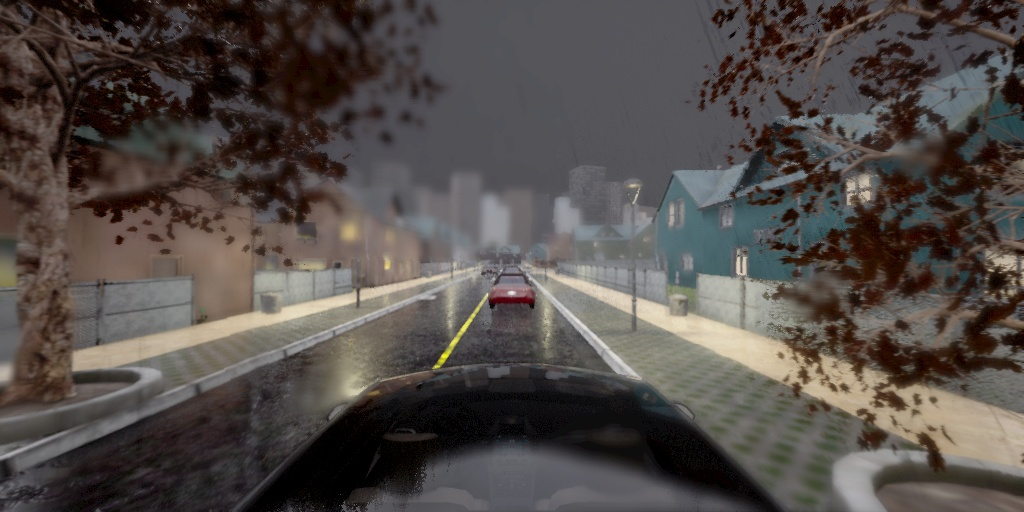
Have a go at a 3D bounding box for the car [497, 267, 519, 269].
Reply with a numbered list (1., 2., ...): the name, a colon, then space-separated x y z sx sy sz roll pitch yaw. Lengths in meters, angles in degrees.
1. car: 0.009 1.597 31.147 1.994 1.385 4.181 0 -1 0

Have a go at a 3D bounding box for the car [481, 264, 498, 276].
1. car: -2.751 1.737 45.264 1.994 1.385 4.181 0 -1 0

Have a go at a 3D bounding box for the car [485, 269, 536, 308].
1. car: 0.007 1.452 16.171 1.994 1.385 4.181 0 0 0
